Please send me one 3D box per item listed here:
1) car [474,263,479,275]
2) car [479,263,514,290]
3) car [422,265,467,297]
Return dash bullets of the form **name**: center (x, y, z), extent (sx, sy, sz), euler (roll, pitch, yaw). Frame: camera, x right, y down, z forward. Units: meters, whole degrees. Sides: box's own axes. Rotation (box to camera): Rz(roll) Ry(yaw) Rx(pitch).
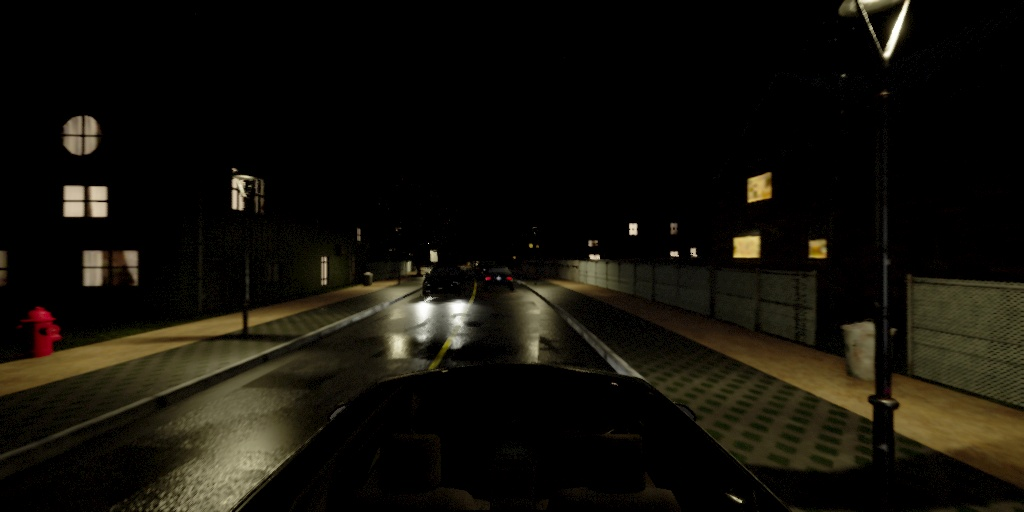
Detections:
- **car**: center (-3.475, 1.533, 42.855), extent (1.994, 1.385, 4.181), euler (0, -1, -10)
- **car**: center (-0.950, 1.335, 22.958), extent (2.033, 1.411, 5.357), euler (0, 0, -5)
- **car**: center (-3.489, 1.253, 19.183), extent (1.882, 1.535, 5.008), euler (0, 0, -3)
